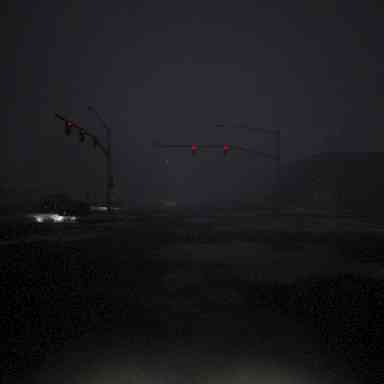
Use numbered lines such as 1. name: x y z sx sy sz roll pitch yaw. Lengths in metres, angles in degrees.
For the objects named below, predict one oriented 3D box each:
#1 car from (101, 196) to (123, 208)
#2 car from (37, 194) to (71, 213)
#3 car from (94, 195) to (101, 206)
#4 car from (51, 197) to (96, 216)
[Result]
1. car: -11.579 1.477 49.400 1.882 1.535 5.008 0 0 0
2. car: -15.088 1.221 37.077 2.150 2.045 5.566 0 0 0
3. car: -15.071 1.352 53.358 2.097 1.767 4.553 0 0 0
4. car: -11.589 1.547 32.922 2.033 1.411 5.357 0 0 0
